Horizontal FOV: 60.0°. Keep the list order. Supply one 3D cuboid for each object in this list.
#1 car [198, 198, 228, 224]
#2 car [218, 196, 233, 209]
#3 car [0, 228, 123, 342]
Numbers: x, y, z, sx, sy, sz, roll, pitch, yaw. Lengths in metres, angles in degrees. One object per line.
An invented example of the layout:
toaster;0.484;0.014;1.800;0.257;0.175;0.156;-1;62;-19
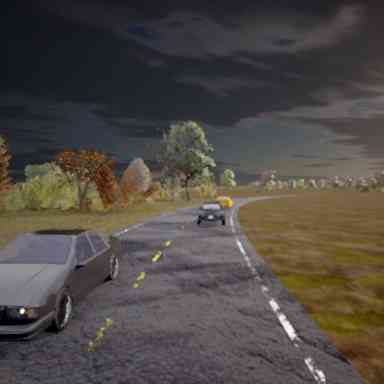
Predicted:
car;1.430;1.415;23.421;1.812;1.442;4.674;0;0;6
car;3.952;1.270;41.119;1.882;1.535;5.008;0;0;10
car;-2.879;1.512;7.007;2.033;1.411;5.357;0;0;2
